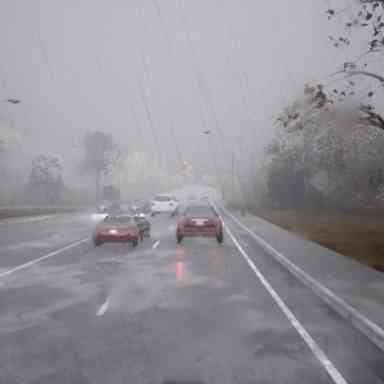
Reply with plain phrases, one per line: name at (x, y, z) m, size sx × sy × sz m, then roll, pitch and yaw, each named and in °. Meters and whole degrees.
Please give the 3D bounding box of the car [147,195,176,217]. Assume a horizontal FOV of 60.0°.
car at (-2.556, 1.263, 32.154) m, size 2.150 × 2.045 × 5.566 m, roll 0°, pitch 0°, yaw 3°

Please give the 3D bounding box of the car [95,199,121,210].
car at (-9.428, 1.539, 37.730) m, size 2.128 × 1.511 × 4.902 m, roll 0°, pitch 0°, yaw 3°

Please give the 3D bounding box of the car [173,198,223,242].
car at (0.397, 1.376, 16.749) m, size 2.097 × 1.767 × 4.553 m, roll 0°, pitch 0°, yaw 2°

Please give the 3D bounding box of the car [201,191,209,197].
car at (3.397, 1.223, 87.237) m, size 1.812 × 1.442 × 4.674 m, roll 0°, pitch 3°, yaw 3°

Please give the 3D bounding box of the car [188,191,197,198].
car at (-0.099, 1.248, 87.402) m, size 1.994 × 1.385 × 4.181 m, roll 0°, pitch 3°, yaw 3°

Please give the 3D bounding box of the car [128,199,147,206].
car at (-5.932, 1.542, 37.571) m, size 2.128 × 1.511 × 4.902 m, roll 0°, pitch 0°, yaw 3°

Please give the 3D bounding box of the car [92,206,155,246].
car at (-3.139, 1.583, 15.518) m, size 1.994 × 1.385 × 4.181 m, roll 0°, pitch 0°, yaw 1°
